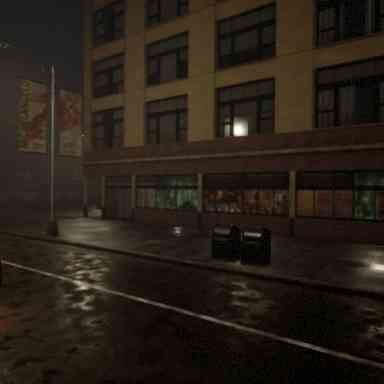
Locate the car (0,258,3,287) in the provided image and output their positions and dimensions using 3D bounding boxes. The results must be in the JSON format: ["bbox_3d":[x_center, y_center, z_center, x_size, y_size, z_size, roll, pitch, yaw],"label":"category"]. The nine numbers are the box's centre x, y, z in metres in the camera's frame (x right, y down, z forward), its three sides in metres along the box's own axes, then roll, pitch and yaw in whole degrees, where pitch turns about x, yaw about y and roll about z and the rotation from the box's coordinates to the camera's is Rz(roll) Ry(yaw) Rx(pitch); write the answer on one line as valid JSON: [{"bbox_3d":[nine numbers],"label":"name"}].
[{"bbox_3d":[-5.828,1.450,7.717,1.994,1.385,4.181,0,1,-40],"label":"car"}]
